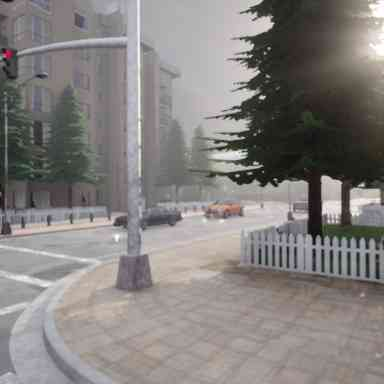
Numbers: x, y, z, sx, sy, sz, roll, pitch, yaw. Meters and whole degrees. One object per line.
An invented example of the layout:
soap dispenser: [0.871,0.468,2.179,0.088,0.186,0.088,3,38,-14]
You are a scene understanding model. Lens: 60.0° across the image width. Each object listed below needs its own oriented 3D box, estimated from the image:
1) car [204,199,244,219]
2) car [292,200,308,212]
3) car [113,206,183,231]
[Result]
car: [2.992,1.470,30.758,2.097,1.767,4.553,0,0,34]
car: [13.253,1.621,39.615,1.812,1.442,4.674,0,0,32]
car: [-2.739,1.663,22.224,2.033,1.411,5.357,0,0,34]
